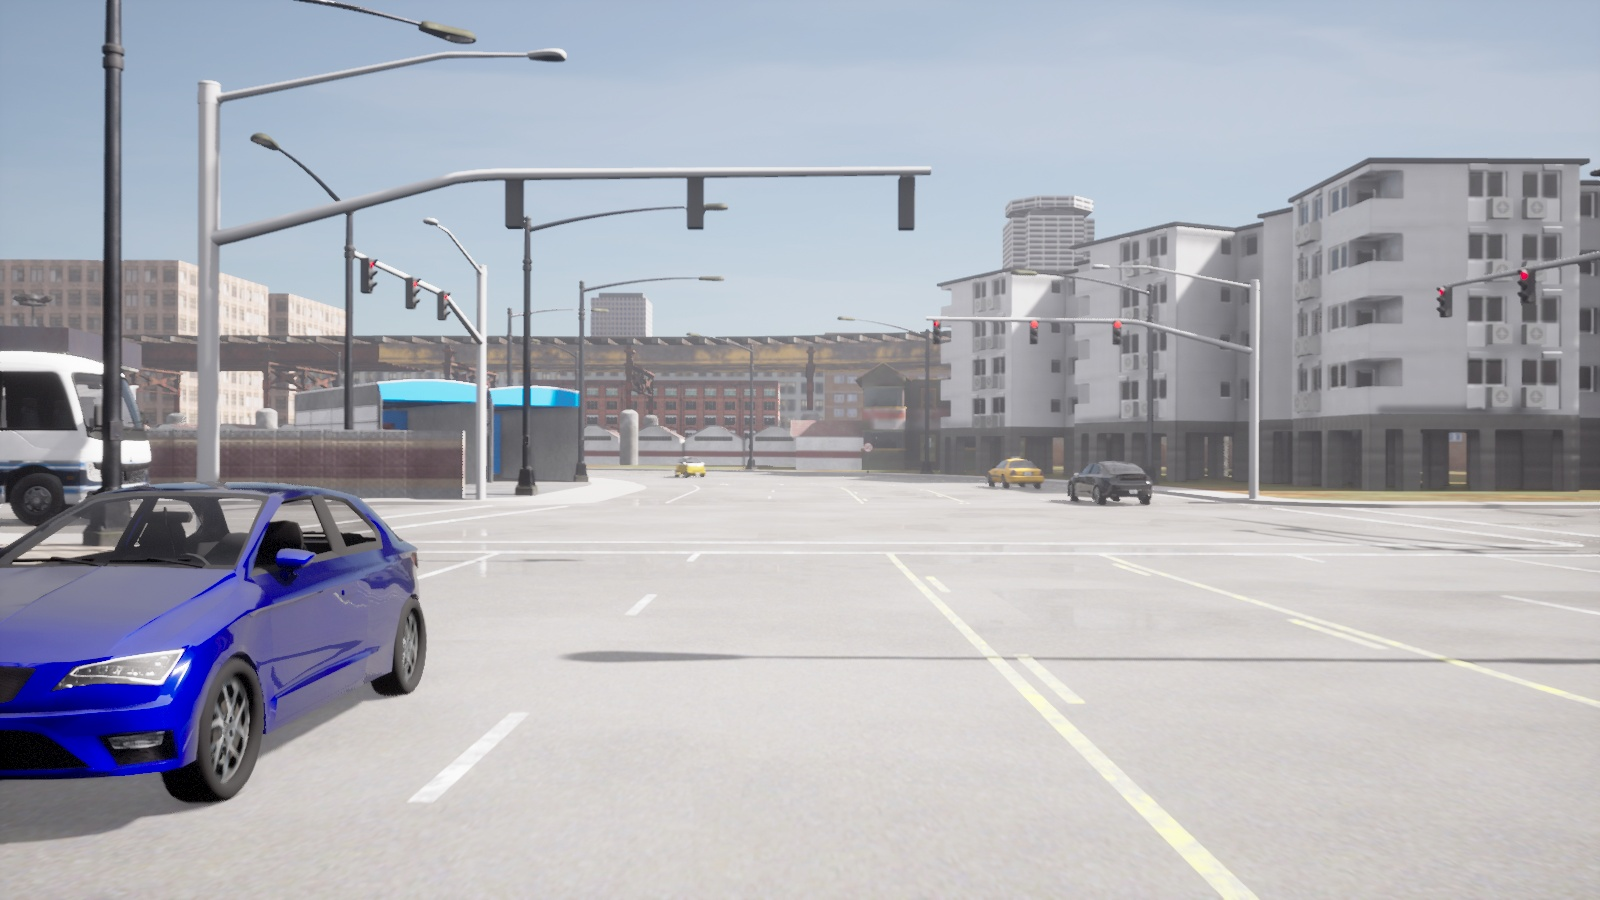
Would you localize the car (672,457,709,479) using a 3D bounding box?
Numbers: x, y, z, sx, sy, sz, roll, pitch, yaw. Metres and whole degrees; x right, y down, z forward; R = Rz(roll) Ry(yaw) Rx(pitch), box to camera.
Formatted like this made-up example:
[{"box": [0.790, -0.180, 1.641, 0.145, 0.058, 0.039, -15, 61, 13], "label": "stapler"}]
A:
[{"box": [-7.111, 1.172, 81.255, 1.481, 1.376, 2.207, 0, 0, -35], "label": "car"}]

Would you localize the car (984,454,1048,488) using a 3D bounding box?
[{"box": [10.704, 1.005, 62.634, 1.801, 1.575, 5.366, 0, 0, -5], "label": "car"}]

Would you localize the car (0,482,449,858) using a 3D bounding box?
[{"box": [-3.512, 0.956, 7.234, 1.816, 1.474, 4.193, 0, -1, 0], "label": "car"}]

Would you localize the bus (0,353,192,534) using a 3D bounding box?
[{"box": [-21.266, -0.151, 31.289, 10.273, 4.253, 3.944, 0, 0, -3], "label": "bus"}]

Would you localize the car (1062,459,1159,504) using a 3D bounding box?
[{"box": [11.148, 1.087, 45.479, 1.837, 1.490, 4.892, 0, 0, -6], "label": "car"}]
